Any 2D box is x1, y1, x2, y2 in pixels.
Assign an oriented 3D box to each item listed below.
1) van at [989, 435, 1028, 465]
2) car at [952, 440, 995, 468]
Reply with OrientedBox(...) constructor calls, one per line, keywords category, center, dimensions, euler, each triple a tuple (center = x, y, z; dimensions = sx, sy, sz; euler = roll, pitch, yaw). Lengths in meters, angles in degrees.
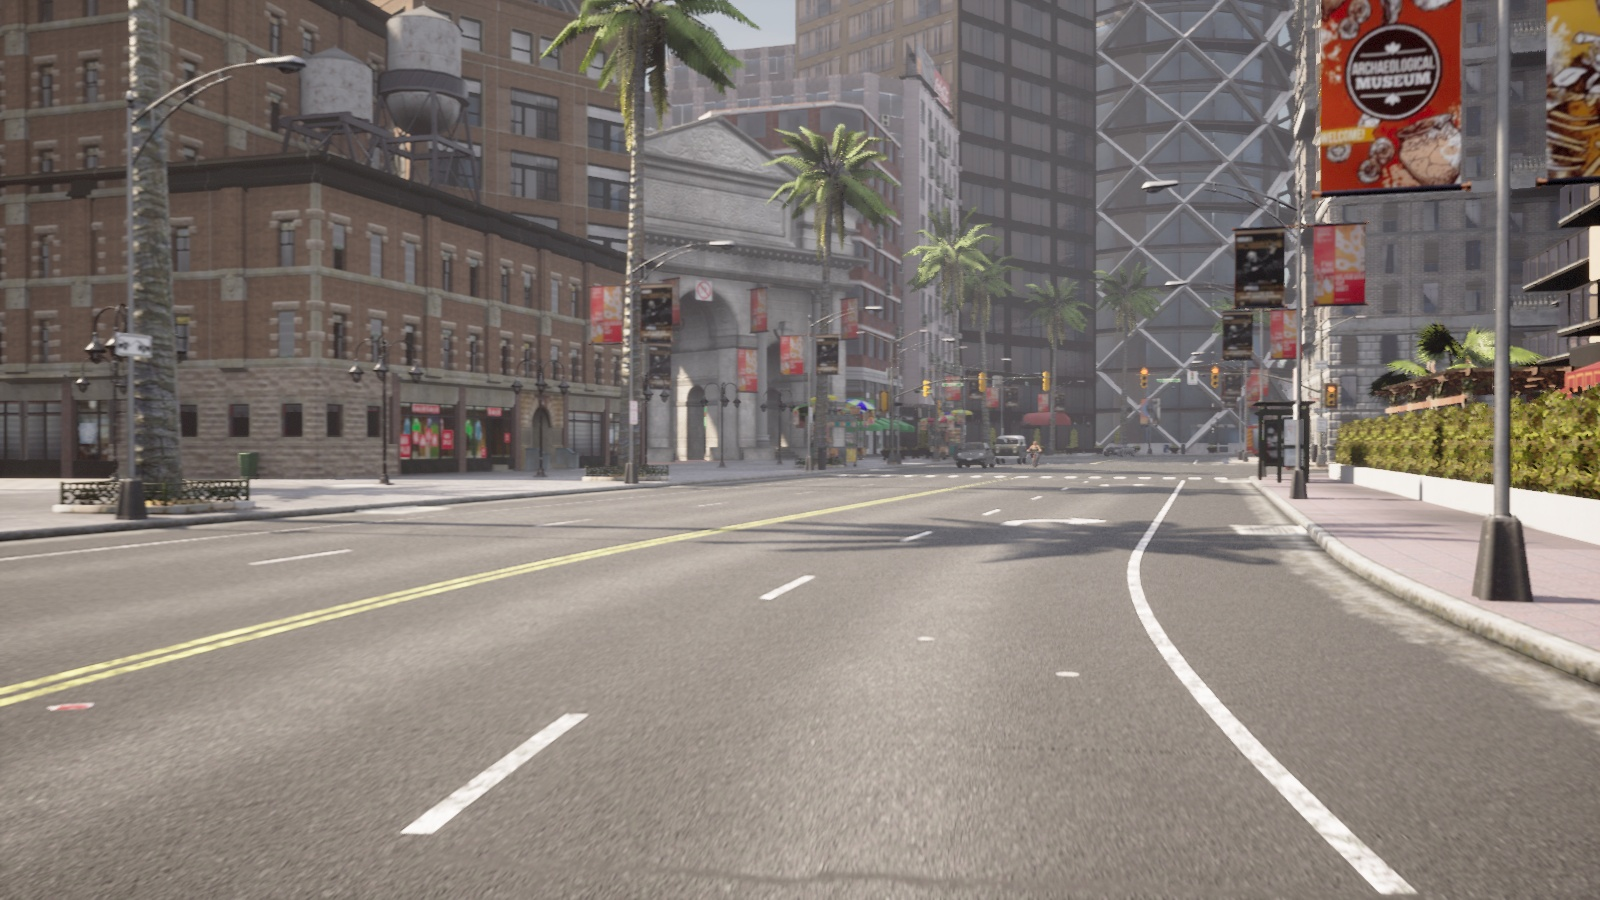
OrientedBox(category="van", center=(14.678, -0.003, 88.139), dimensions=(2.069, 2.038, 4.480), euler=(0, 0, 18))
OrientedBox(category="car", center=(10.332, 0.240, 74.696), dimensions=(1.851, 1.617, 3.988), euler=(0, 0, 18))
